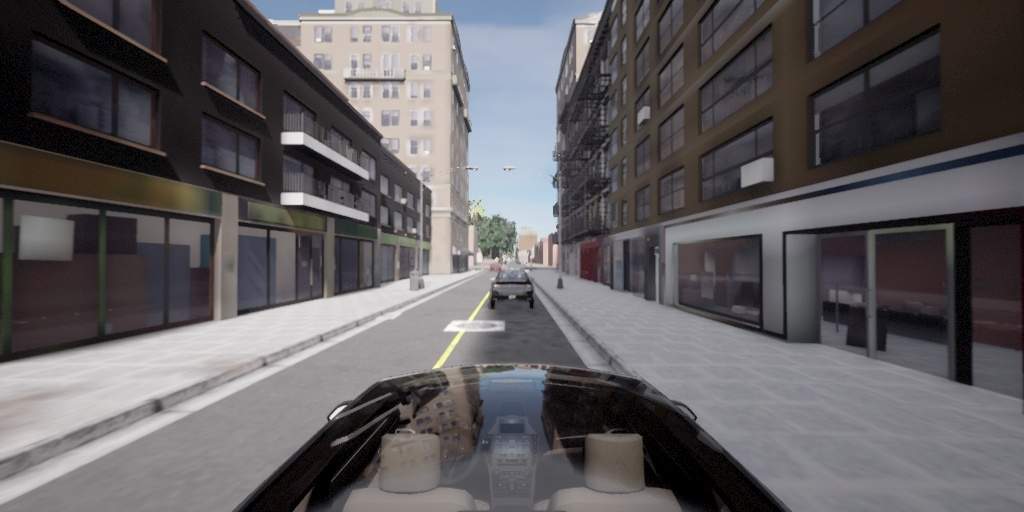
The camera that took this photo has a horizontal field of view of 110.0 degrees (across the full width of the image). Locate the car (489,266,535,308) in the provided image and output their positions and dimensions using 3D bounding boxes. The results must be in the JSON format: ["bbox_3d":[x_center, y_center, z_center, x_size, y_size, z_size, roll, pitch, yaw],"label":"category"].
[{"bbox_3d":[0.011,1.387,16.142,2.128,1.511,4.902,0,0,0],"label":"car"}]

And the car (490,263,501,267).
[{"bbox_3d":[-2.730,1.860,61.112,1.882,1.535,5.008,0,-1,0],"label":"car"}]
